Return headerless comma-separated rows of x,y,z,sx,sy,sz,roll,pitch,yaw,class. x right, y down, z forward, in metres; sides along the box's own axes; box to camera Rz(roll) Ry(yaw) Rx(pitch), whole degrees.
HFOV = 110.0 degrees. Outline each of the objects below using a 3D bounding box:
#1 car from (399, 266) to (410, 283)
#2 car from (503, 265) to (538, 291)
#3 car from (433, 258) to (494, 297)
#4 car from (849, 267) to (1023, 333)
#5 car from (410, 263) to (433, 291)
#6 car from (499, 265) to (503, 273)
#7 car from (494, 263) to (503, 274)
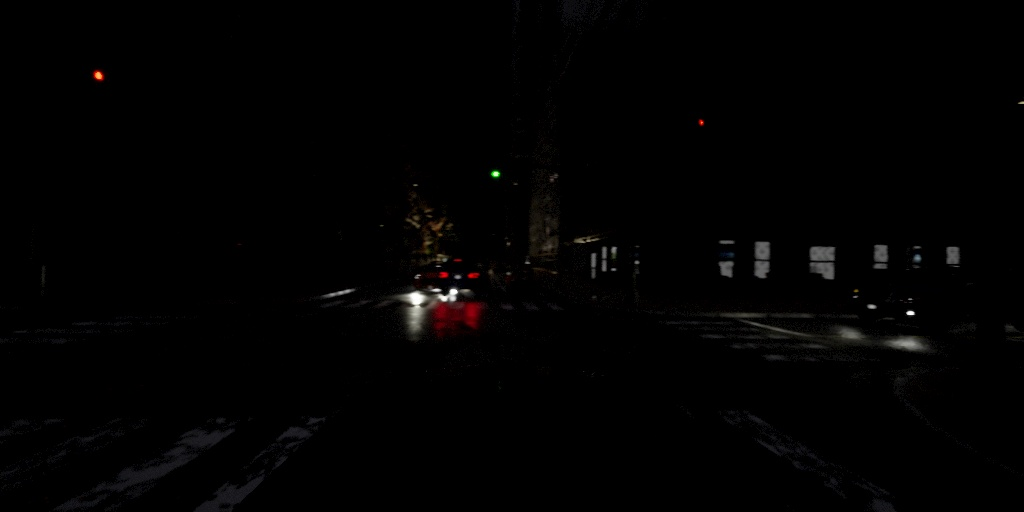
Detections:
-8.183,1.517,29.969,1.888,1.381,4.507,0,0,-5,car
0.632,1.530,24.994,1.967,1.591,4.097,0,0,-5,car
-2.579,1.183,20.694,2.150,2.045,5.566,1,-1,4,car
14.773,1.387,12.147,5.566,2.045,2.150,1,-1,-3,car
-5.051,1.303,23.713,2.097,1.767,4.553,1,-1,-5,car
0.167,1.726,30.655,1.948,1.339,4.313,0,0,-5,car
-1.692,2.000,53.302,1.948,1.339,4.313,0,0,-5,car
